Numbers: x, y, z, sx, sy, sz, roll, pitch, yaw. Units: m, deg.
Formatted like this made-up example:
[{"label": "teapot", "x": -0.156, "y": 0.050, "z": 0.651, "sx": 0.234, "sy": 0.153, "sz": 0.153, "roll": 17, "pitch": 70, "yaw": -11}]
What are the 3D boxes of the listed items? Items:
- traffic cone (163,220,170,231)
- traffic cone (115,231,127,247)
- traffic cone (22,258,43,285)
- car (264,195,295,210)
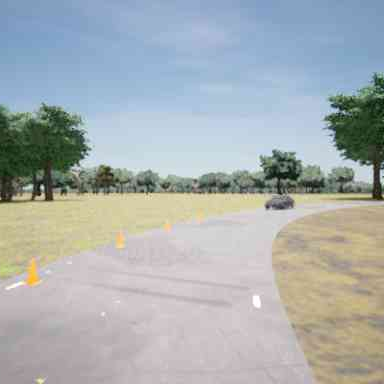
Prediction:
[{"label": "traffic cone", "x": -1.340, "y": 1.792, "z": 18.061, "sx": 0.340, "sy": 0.580, "sz": 0.340, "roll": 0, "pitch": 1, "yaw": 19}, {"label": "traffic cone", "x": -2.790, "y": 1.843, "z": 13.054, "sx": 0.340, "sy": 0.580, "sz": 0.340, "roll": 0, "pitch": 1, "yaw": 14}, {"label": "traffic cone", "x": -3.800, "y": 1.883, "z": 7.940, "sx": 0.340, "sy": 0.580, "sz": 0.340, "roll": 0, "pitch": 0, "yaw": 9}, {"label": "car", "x": 9.455, "y": 1.095, "z": 35.595, "sx": 1.837, "sy": 1.490, "sz": 4.892, "roll": 0, "pitch": 1, "yaw": 39}]
